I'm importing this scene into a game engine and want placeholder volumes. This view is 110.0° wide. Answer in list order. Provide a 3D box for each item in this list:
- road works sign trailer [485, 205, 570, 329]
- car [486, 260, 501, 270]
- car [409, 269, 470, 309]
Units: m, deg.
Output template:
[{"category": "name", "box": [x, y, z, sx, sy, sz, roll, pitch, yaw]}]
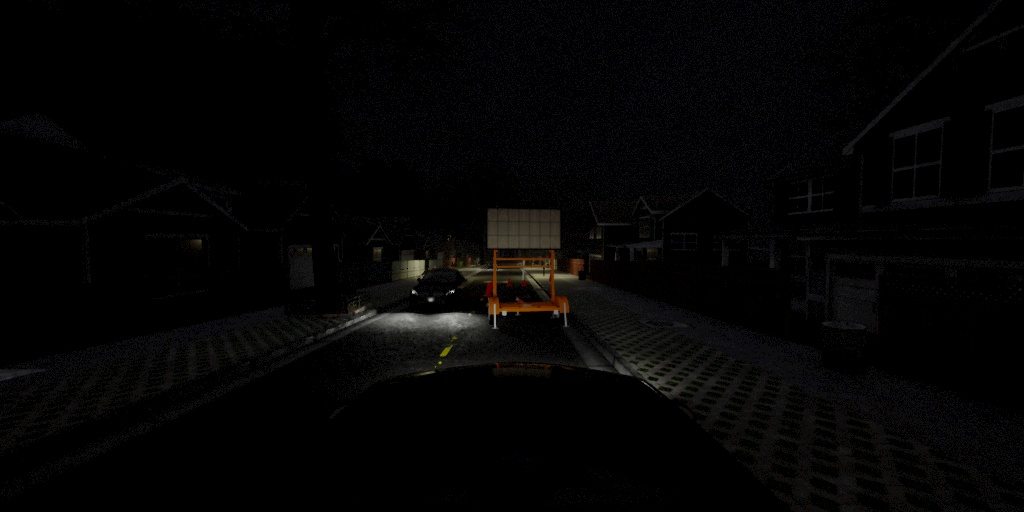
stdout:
[{"category": "road works sign trailer", "box": [0.352, 0.209, 11.333, 2.380, 3.560, 2.880, 0, 0, -7]}, {"category": "car", "box": [-2.803, 1.323, 55.181, 1.812, 1.442, 4.674, 0, 0, 0]}, {"category": "car", "box": [-2.862, 1.269, 14.963, 1.812, 1.442, 4.674, 0, 0, 0]}]
